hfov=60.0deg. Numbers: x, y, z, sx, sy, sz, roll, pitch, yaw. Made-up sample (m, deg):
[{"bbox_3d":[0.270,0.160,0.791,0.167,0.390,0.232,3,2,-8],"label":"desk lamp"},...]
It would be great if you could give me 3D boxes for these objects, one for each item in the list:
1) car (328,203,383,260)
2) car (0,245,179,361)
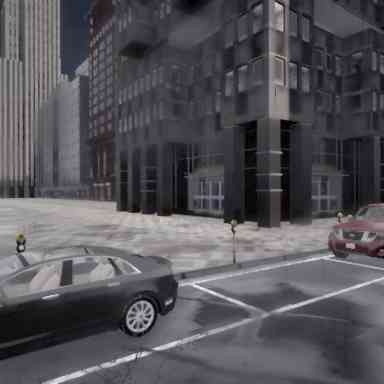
[{"bbox_3d":[6.845,1.313,11.536,5.009,1.841,2.192,0,0,-35],"label":"car"},{"bbox_3d":[-2.276,1.550,5.029,4.403,1.369,2.008,0,0,-35],"label":"car"}]
